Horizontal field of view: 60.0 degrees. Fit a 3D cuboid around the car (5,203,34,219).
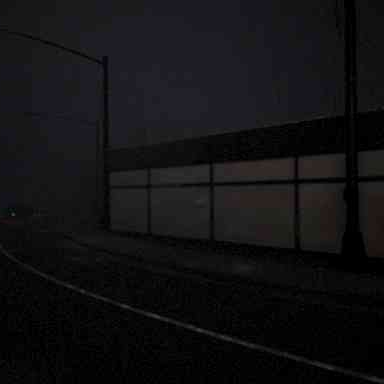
[{"bbox_3d":[-17.048,1.827,33.030,1.837,1.490,4.892,0,0,-14],"label":"car"}]
